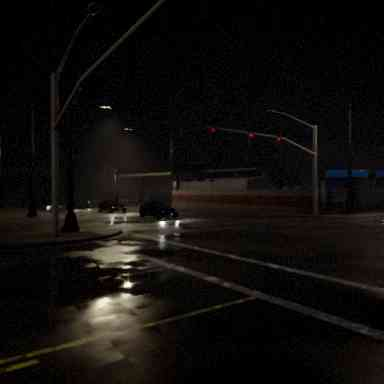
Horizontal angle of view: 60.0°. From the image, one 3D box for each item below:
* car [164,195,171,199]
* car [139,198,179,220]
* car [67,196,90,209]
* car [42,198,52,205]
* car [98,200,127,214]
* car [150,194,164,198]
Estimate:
[{"bbox_3d":[-3.160,1.416,70.535,3.806,1.475,1.970,0,0,-35],"label":"car"},{"bbox_3d":[-3.042,1.579,29.227,1.812,1.442,4.674,0,0,-37],"label":"car"},{"bbox_3d":[-15.891,1.428,46.534,2.097,1.767,4.553,0,0,-37],"label":"car"},{"bbox_3d":[-25.429,1.724,59.527,1.895,1.301,4.718,0,0,-37],"label":"car"},{"bbox_3d":[-8.978,1.590,37.214,1.812,1.442,4.674,0,0,-36],"label":"car"},{"bbox_3d":[-7.131,1.265,74.756,4.611,1.667,2.242,0,0,-35],"label":"car"}]
